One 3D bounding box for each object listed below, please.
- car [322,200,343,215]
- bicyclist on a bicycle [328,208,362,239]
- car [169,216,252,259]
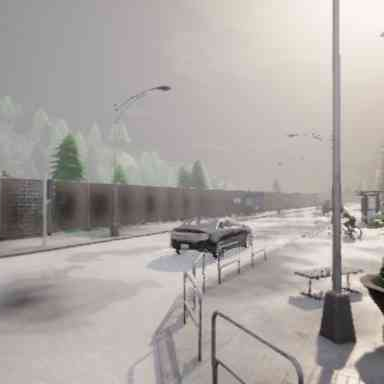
[{"bbox_3d":[19.058,2.067,44.997,2.150,2.045,5.566,0,-1,31],"label":"car"},{"bbox_3d":[8.163,1.688,17.763,1.656,1.620,0.582,-1,-1,30],"label":"bicyclist on a bicycle"},{"bbox_3d":[0.969,1.735,13.782,2.128,1.511,4.902,0,-1,30],"label":"car"}]
